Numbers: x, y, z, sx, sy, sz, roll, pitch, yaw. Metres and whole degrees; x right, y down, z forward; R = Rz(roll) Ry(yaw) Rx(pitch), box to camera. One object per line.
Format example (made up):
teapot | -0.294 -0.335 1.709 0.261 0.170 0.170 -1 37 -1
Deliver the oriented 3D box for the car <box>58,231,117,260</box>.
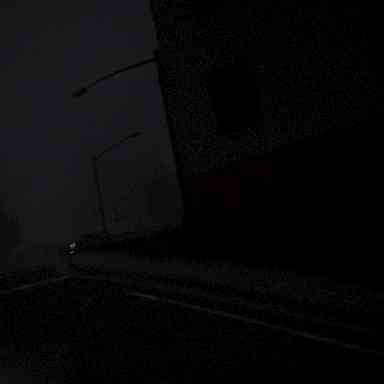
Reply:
car | -8.075 4.007 25.833 2.097 1.767 4.553 -16 -9 35

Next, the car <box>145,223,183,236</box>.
car | -2.651 3.995 33.305 2.128 1.511 4.902 -16 -9 35
